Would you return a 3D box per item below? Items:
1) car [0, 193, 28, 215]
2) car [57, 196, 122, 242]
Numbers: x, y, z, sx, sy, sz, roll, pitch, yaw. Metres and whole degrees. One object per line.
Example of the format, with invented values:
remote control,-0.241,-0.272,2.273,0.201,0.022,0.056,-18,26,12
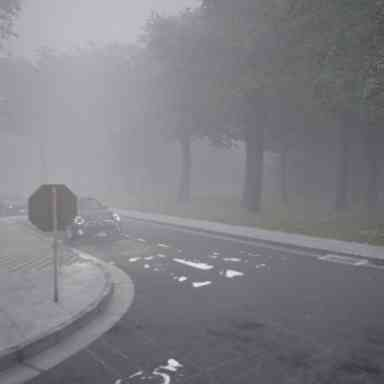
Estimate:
car,-13.127,0.794,24.450,2.033,1.411,5.357,-1,3,-40
car,-4.930,1.005,14.710,2.097,1.767,4.553,-1,3,-40
